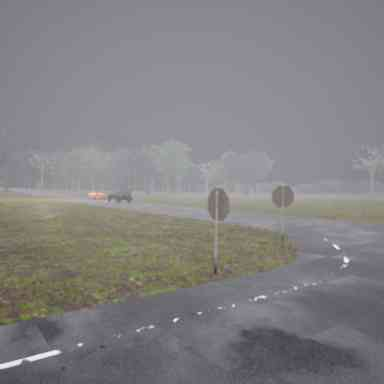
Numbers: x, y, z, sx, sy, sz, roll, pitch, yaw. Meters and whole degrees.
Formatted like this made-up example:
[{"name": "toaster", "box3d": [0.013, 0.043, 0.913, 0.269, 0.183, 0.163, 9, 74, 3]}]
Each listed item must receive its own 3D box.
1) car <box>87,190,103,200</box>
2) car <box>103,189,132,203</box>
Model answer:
[{"name": "car", "box3d": [-17.185, 0.500, 59.711, 2.097, 1.767, 4.553, 2, 0, -35]}, {"name": "car", "box3d": [-11.190, 0.569, 51.264, 2.150, 2.045, 5.566, 2, 0, -35]}]
